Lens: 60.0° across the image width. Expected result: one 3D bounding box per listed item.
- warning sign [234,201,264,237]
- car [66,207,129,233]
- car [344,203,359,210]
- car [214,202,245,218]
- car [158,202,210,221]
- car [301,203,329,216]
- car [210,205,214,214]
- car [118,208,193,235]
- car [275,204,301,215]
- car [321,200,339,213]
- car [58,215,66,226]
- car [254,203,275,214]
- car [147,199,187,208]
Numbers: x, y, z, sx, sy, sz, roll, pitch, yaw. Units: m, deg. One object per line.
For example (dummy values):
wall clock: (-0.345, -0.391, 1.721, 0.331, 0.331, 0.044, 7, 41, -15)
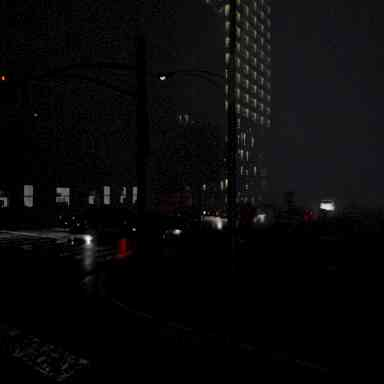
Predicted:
warning sign: (3.156, 1.454, 18.534, 1.300, 1.860, 1.060, 1, 1, 33)
car: (-5.635, 1.805, 22.374, 1.837, 1.490, 4.892, 0, -1, 33)
car: (31.513, 2.837, 65.705, 1.812, 1.442, 4.674, 0, -1, 33)
car: (4.824, 1.997, 38.579, 2.097, 1.767, 4.553, 0, -1, 33)
car: (-0.580, 1.972, 30.210, 1.837, 1.490, 4.892, 0, -1, 33)
car: (16.535, 2.456, 44.487, 1.895, 1.301, 4.718, 0, -1, 33)
car: (3.169, 2.278, 42.004, 1.895, 1.301, 4.718, 0, -1, 33)
car: (-2.173, 1.920, 21.167, 1.895, 1.301, 4.718, 0, -1, 31)
car: (13.758, 2.397, 46.180, 2.033, 1.411, 5.357, 0, -1, 33)
car: (21.950, 2.254, 52.973, 2.150, 2.045, 5.566, 0, -1, 33)
car: (-7.652, 1.920, 25.239, 1.895, 1.301, 4.718, 0, -1, 33)
car: (10.350, 2.318, 47.086, 2.128, 1.511, 4.902, 0, -1, 33)
car: (-2.357, 1.716, 33.451, 2.150, 2.045, 5.566, 0, -1, 33)
